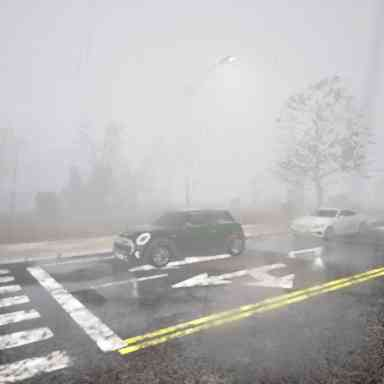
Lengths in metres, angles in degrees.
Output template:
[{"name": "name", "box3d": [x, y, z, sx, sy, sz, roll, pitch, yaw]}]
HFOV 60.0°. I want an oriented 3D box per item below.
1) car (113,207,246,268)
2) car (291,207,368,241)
[{"name": "car", "box3d": [-0.339, 1.354, 11.402, 4.553, 1.767, 2.097, 0, 0, -35]}, {"name": "car", "box3d": [6.934, 1.487, 16.547, 4.674, 1.442, 1.812, 0, 0, -36]}]
